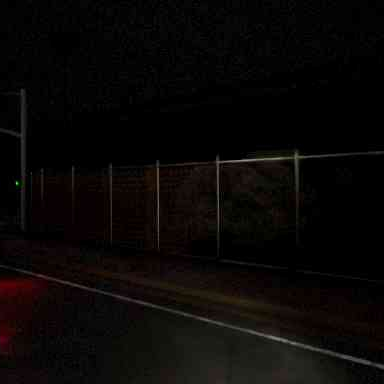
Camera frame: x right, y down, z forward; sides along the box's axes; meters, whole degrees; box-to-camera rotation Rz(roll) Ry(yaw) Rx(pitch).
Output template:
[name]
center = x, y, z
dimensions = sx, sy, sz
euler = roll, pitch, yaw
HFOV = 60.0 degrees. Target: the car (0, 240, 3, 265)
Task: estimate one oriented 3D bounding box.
[car]
center = -7.128, 1.490, 9.074
dimensions = 4.902, 1.511, 2.128
euler = 0, 0, 33
